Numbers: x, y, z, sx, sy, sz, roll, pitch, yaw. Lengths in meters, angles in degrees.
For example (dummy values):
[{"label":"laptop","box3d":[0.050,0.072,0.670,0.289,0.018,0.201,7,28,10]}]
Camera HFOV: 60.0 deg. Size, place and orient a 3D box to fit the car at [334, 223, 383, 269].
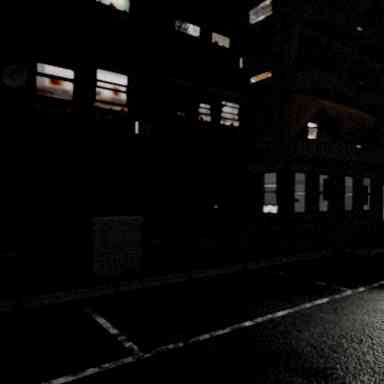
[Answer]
[{"label":"car","box3d":[6.570,1.716,11.246,4.206,1.307,1.802,1,0,-36]}]
